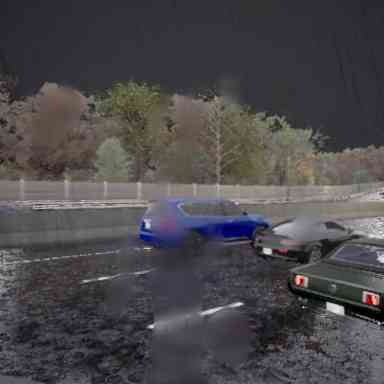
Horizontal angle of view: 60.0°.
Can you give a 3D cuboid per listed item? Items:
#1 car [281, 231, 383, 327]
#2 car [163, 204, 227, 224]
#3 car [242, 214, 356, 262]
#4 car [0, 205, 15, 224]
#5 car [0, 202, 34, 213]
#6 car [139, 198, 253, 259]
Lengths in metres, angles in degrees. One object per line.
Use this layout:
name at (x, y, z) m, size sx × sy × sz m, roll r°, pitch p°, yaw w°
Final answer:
car at (4.141, 1.612, 6.693) m, size 4.718 × 1.301 × 1.895 m, roll 0°, pitch 0°, yaw -35°
car at (0.314, 1.629, 25.695) m, size 4.718 × 1.301 × 1.895 m, roll 0°, pitch 0°, yaw -35°
car at (4.054, 1.541, 10.931) m, size 4.674 × 1.442 × 1.812 m, roll 0°, pitch 0°, yaw -35°
car at (-15.194, 1.605, 23.248) m, size 4.718 × 1.301 × 1.895 m, roll 0°, pitch 0°, yaw -35°
car at (-12.362, 1.569, 20.965) m, size 4.181 × 1.385 × 1.994 m, roll 0°, pitch 0°, yaw -35°
car at (0.707, 1.235, 12.843) m, size 5.566 × 2.045 × 2.150 m, roll 0°, pitch 0°, yaw -35°
